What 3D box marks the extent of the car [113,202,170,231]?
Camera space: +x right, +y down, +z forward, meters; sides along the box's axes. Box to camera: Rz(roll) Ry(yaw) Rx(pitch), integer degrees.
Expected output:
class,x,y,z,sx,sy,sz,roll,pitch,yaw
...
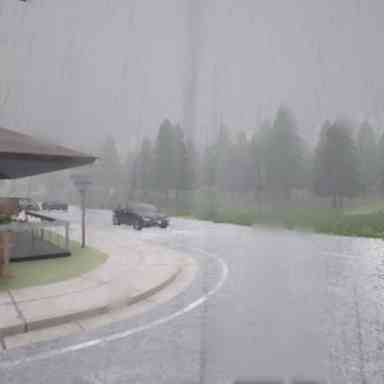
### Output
class,x,y,z,sx,sy,sz,roll,pitch,yaw
car,-3.115,1.378,19.792,1.837,1.490,4.892,0,0,-35

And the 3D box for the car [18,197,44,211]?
class,x,y,z,sx,sy,sz,roll,pitch,yaw
car,-17.392,1.323,34.923,1.816,1.474,4.193,7,-5,-37

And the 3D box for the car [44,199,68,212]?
class,x,y,z,sx,sy,sz,roll,pitch,yaw
car,-15.139,1.473,36.735,1.895,1.301,4.718,0,0,-35
